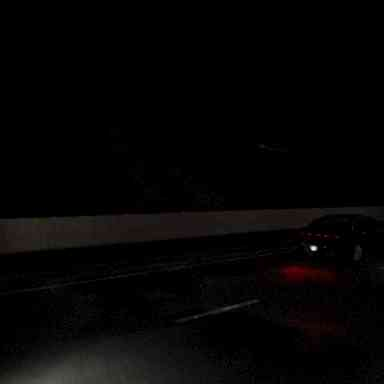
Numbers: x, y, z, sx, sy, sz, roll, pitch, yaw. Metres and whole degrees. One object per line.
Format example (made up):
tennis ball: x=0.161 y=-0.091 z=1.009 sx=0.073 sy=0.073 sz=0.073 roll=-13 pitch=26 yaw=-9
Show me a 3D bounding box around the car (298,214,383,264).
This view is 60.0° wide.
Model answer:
car: x=5.924 y=1.588 z=12.223 sx=4.892 sy=1.490 sz=1.837 roll=1 pitch=0 yaw=-35
